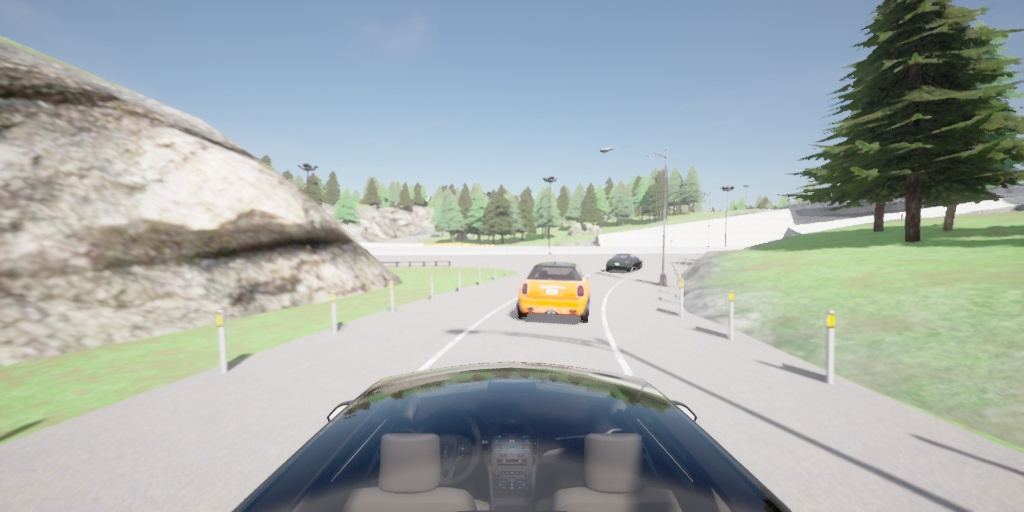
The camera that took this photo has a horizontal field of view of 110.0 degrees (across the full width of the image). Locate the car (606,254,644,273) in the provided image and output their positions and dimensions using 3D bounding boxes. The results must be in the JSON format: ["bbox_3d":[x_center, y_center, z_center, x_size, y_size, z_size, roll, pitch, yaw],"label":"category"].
[{"bbox_3d":[8.987,0.493,28.422,1.994,1.385,4.181,2,4,35],"label":"car"}]

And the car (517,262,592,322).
[{"bbox_3d":[1.577,0.962,12.107,2.097,1.767,4.553,1,2,12],"label":"car"}]
